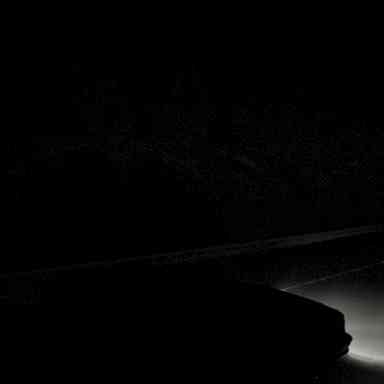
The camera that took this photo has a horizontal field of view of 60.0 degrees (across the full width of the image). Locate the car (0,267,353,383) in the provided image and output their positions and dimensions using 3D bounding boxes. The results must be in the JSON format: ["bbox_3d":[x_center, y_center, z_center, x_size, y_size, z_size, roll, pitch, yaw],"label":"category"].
[{"bbox_3d":[-0.635,1.537,3.295,5.357,1.411,2.033,-1,0,-35],"label":"car"}]
